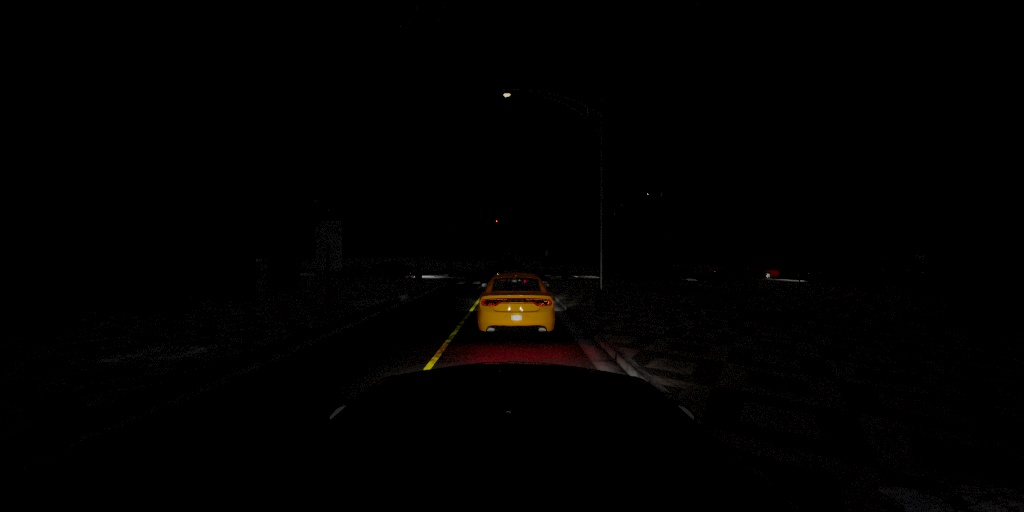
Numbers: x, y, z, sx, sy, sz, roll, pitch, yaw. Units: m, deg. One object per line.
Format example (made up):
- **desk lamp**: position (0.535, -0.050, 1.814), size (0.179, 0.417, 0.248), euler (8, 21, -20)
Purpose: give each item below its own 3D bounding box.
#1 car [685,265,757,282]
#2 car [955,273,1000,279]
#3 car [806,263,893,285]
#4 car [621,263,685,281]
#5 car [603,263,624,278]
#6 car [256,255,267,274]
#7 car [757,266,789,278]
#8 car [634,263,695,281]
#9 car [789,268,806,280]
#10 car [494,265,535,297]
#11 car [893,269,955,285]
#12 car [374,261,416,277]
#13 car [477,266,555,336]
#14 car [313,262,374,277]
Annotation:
- **car**: position (17.958, 1.569, 31.027), size (4.829, 1.417, 1.751), euler (0, 0, 0)
- **car**: position (40.369, 1.993, 31.009), size (4.207, 1.307, 1.802), euler (0, 0, 0)
- **car**: position (29.075, 1.538, 31.018), size (5.009, 1.841, 2.192), euler (0, 0, 0)
- **car**: position (12.146, 1.522, 31.032), size (4.313, 1.339, 1.948), euler (0, 0, 0)
- **car**: position (11.905, 1.454, 36.890), size (4.892, 1.490, 1.837), euler (1, 0, 0)
- **car**: position (-25.281, 0.636, 33.731), size (5.566, 2.045, 2.150), euler (1, 0, 1)
- **car**: position (29.090, 1.763, 39.544), size (4.507, 1.381, 1.888), euler (0, 0, 0)
- **car**: position (14.248, 1.492, 33.689), size (4.892, 1.490, 1.837), euler (1, 0, 0)
- **car**: position (31.888, 1.771, 36.864), size (4.892, 1.490, 1.837), euler (1, 0, 0)
- **car**: position (0.113, 1.296, 20.306), size (2.033, 1.411, 5.357), euler (0, 0, 0)
- **car**: position (34.719, 1.862, 31.014), size (4.507, 1.381, 1.888), euler (0, 0, 0)
- **car**: position (-11.034, 1.178, 33.342), size (4.181, 1.385, 1.994), euler (1, 0, 7)
- **car**: position (0.104, 1.227, 10.479), size (1.882, 1.535, 5.008), euler (0, 0, 0)
- **car**: position (-14.762, 1.114, 30.957), size (4.403, 1.370, 2.007), euler (0, 0, 0)
